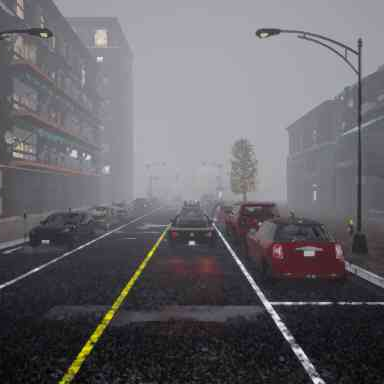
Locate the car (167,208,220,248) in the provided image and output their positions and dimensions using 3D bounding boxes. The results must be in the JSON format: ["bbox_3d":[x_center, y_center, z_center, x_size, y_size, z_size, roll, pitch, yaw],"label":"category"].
[{"bbox_3d":[0.000,1.617,14.681,1.895,1.301,4.718,0,0,0],"label":"car"}]

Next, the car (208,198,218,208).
[{"bbox_3d":[2.690,1.577,31.734,1.947,1.339,4.313,0,0,0],"label":"car"}]

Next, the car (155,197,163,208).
[{"bbox_3d":[-5.690,1.474,48.352,1.967,1.590,4.097,0,0,0],"label":"car"}]

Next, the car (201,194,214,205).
[{"bbox_3d":[2.691,1.365,59.431,2.192,1.841,5.009,0,0,0],"label":"car"}]

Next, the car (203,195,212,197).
[{"bbox_3d":[2.690,1.568,54.061,1.752,1.417,4.829,0,0,0],"label":"car"}]

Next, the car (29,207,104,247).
[{"bbox_3d":[-5.689,1.566,15.118,1.947,1.339,4.313,0,0,0],"label":"car"}]

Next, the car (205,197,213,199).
[{"bbox_3d":[2.690,1.570,37.272,2.008,1.369,4.403,0,0,0],"label":"car"}]

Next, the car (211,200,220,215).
[{"bbox_3d":[2.691,1.587,26.194,1.802,1.307,4.206,0,0,0],"label":"car"}]

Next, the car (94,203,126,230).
[{"bbox_3d":[-5.689,1.552,20.656,2.008,1.369,4.403,0,0,0],"label":"car"}]

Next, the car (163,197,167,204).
[{"bbox_3d":[-5.691,1.583,64.801,1.752,1.417,4.829,0,0,0],"label":"car"}]

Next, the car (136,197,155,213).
[{"bbox_3d":[-5.691,1.459,37.272,1.967,1.590,4.097,0,0,0],"label":"car"}]

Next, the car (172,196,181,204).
[{"bbox_3d":[-3.007,1.526,67.775,1.882,1.535,5.008,0,0,0],"label":"car"}]

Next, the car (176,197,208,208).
[{"bbox_3d":[0.000,1.505,29.651,2.128,1.511,4.902,0,0,0],"label":"car"}]

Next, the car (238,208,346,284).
[{"bbox_3d":[2.692,1.440,9.578,1.967,1.590,4.097,0,0,0],"label":"car"}]

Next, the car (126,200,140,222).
[{"bbox_3d":[-5.690,1.556,26.194,2.008,1.369,4.403,0,0,0],"label":"car"}]

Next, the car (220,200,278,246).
[{"bbox_3d":[2.692,1.315,15.118,2.192,1.841,5.009,0,0,0],"label":"car"}]
